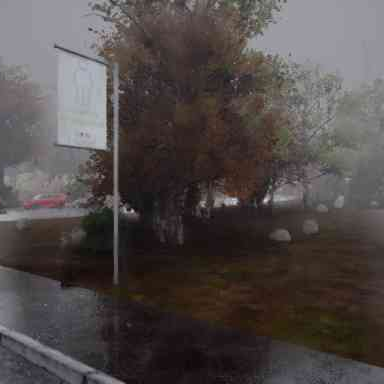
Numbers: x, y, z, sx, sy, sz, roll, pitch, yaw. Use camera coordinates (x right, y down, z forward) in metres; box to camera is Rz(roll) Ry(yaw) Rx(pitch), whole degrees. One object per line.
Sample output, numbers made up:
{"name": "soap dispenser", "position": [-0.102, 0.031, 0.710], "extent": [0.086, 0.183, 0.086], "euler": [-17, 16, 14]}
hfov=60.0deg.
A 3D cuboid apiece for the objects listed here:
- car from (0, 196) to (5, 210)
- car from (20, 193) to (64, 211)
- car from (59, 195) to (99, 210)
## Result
{"name": "car", "position": [-21.652, 1.221, 32.825], "extent": [2.150, 2.045, 5.566], "euler": [0, 0, 39]}
{"name": "car", "position": [-18.655, 1.211, 42.182], "extent": [2.150, 2.045, 5.566], "euler": [0, 0, 38]}
{"name": "car", "position": [-13.873, 1.474, 42.584], "extent": [2.128, 1.511, 4.902], "euler": [0, 0, 38]}
